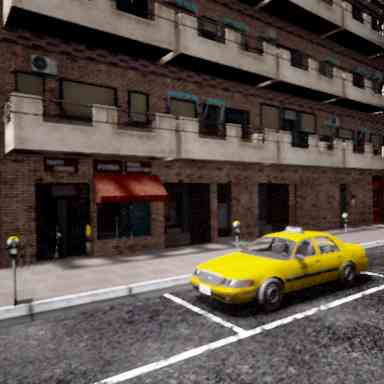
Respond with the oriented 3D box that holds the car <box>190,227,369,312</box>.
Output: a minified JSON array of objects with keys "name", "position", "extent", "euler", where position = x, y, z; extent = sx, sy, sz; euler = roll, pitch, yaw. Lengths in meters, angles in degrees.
[{"name":"car","position":[2.210,1.521,7.688],"extent":[4.829,1.417,1.752],"euler":[0,-1,-36]}]
